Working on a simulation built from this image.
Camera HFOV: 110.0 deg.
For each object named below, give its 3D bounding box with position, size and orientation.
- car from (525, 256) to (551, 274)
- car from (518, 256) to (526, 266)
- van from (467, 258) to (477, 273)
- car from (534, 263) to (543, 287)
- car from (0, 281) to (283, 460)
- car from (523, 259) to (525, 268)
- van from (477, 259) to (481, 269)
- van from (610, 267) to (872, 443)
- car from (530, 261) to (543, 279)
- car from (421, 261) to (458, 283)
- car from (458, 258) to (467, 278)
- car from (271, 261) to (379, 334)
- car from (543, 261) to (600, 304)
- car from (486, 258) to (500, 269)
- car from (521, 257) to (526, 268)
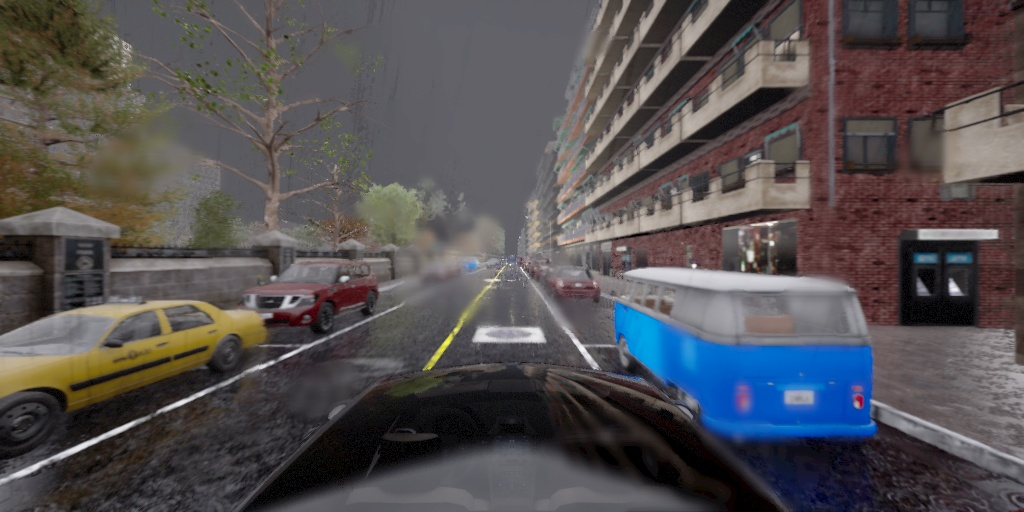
[{"bbox_3d":[2.694,1.090,33.348,2.192,1.841,5.009,0,0,0],"label":"car"},{"bbox_3d":[2.697,1.137,61.497,2.192,1.841,5.009,0,0,0],"label":"car"},{"bbox_3d":[-5.686,1.131,44.609,1.690,1.789,3.998,0,0,0],"label":"van"},{"bbox_3d":[2.692,1.314,22.088,2.007,1.370,4.403,0,0,0],"label":"car"},{"bbox_3d":[-5.689,1.277,5.029,1.751,1.417,4.829,0,0,0],"label":"car"},{"bbox_3d":[2.695,1.335,44.608,1.888,1.381,4.507,0,0,0],"label":"car"},{"bbox_3d":[-5.685,1.141,50.238,1.690,1.789,3.998,0,0,0],"label":"van"},{"bbox_3d":[2.691,1.092,5.198,1.690,1.789,3.998,0,0,0],"label":"van"},{"bbox_3d":[2.693,1.314,27.718,1.888,1.381,4.507,0,0,0],"label":"car"},{"bbox_3d":[-5.687,1.209,27.720,1.967,1.591,4.097,0,0,0],"label":"car"},{"bbox_3d":[-5.686,1.215,33.349,1.967,1.591,4.097,0,0,0],"label":"car"},{"bbox_3d":[-5.689,1.070,10.829,2.192,1.841,5.009,0,0,0],"label":"car"},{"bbox_3d":[2.692,1.198,16.458,1.967,1.591,4.097,0,0,0],"label":"car"},{"bbox_3d":[-3.047,1.169,58.743,2.097,1.767,4.553,0,0,0],"label":"car"},{"bbox_3d":[2.696,1.239,50.237,1.967,1.591,4.097,0,0,0],"label":"car"}]
